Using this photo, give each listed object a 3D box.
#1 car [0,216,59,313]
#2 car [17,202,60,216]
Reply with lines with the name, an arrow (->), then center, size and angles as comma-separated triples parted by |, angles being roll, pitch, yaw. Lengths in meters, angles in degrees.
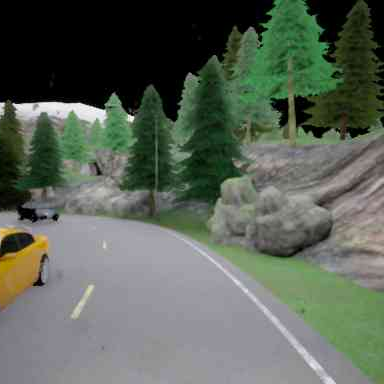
car -> -4.270, 1.489, 6.478 | 1.882, 1.535, 5.008 | 0, 0, -8
car -> -11.832, 1.505, 25.512 | 2.128, 1.511, 4.902 | 0, 0, -43
